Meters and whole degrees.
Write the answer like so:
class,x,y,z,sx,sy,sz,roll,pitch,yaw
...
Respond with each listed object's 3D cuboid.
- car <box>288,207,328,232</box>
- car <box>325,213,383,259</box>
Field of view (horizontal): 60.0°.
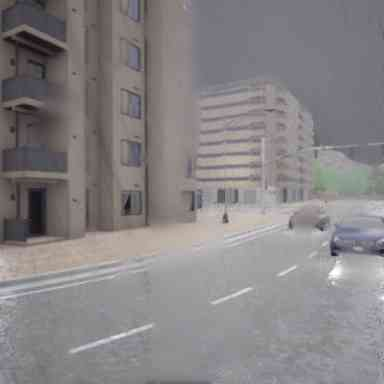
class,x,y,z,sx,sy,sz,roll,pitch,yaw
car,7.527,1.650,21.086,1.994,1.385,4.181,-1,-1,31
car,6.530,1.563,12.637,1.812,1.442,4.674,-1,0,32
